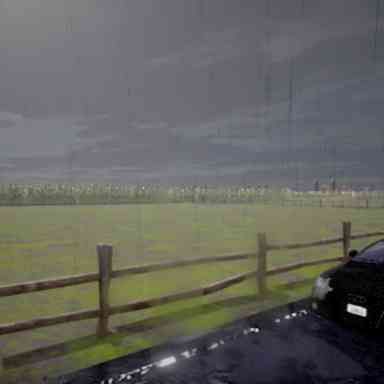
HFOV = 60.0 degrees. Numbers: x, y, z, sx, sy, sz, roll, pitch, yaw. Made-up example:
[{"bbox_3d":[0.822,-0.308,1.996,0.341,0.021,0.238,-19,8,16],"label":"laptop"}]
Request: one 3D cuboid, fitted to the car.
[{"bbox_3d":[4.066,1.612,6.225,4.181,1.385,1.994,1,0,-37],"label":"car"}]
